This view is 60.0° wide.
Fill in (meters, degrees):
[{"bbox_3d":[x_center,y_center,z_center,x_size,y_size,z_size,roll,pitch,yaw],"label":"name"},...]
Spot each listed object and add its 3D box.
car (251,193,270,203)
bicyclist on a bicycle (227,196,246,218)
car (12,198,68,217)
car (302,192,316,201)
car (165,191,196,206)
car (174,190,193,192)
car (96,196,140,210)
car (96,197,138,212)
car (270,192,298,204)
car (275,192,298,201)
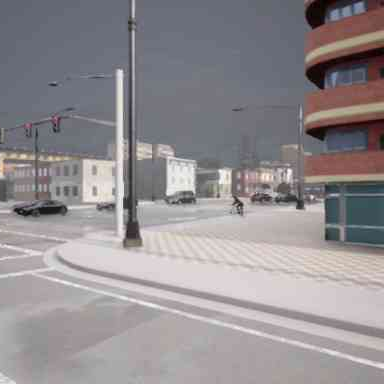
[{"bbox_3d":[10.575,0.907,50.367,1.837,1.490,4.892,0,1,37],"label":"car"},{"bbox_3d":[3.348,1.114,25.003,1.656,1.620,0.582,0,0,37],"label":"bicyclist on a bicycle"},{"bbox_3d":[-13.415,1.483,30.093,1.994,1.385,4.181,0,1,37],"label":"car"},{"bbox_3d":[19.528,0.759,56.629,1.812,1.442,4.674,0,0,37],"label":"car"},{"bbox_3d":[-1.395,1.090,46.237,2.128,1.511,4.902,0,1,37],"label":"car"},{"bbox_3d":[-1.804,0.754,51.537,2.150,2.045,5.566,0,1,38],"label":"car"},{"bbox_3d":[-9.177,1.300,41.661,2.033,1.411,5.357,0,1,37],"label":"car"},{"bbox_3d":[-8.430,1.330,36.796,1.812,1.442,4.674,0,1,37],"label":"car"},{"bbox_3d":[13.833,0.930,48.870,2.033,1.411,5.357,0,1,37],"label":"car"},{"bbox_3d":[16.720,0.787,58.718,2.033,1.411,5.357,0,0,37],"label":"car"}]
